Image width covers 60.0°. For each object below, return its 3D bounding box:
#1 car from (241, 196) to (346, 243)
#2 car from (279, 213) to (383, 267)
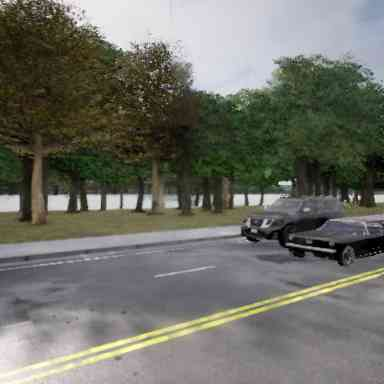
[{"bbox_3d":[4.767,1.227,15.089,5.566,2.045,2.150,0,0,-36],"label":"car"},{"bbox_3d":[5.405,1.605,11.549,4.718,1.301,1.895,0,0,-36],"label":"car"}]
